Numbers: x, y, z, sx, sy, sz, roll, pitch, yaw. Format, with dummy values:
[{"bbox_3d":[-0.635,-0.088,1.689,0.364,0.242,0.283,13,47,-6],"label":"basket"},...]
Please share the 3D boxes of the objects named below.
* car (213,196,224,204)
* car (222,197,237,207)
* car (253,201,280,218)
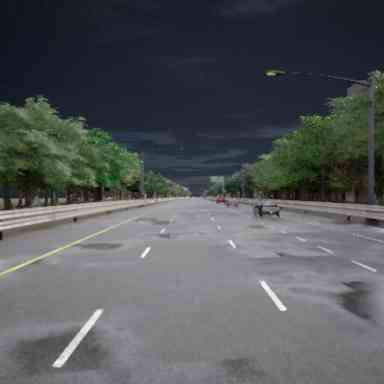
[{"bbox_3d":[7.432,2.036,86.555,2.150,2.045,5.566,0,-1,1],"label":"car"},{"bbox_3d":[7.223,2.025,61.518,2.033,1.411,5.357,0,-1,0],"label":"car"},{"bbox_3d":[7.065,1.626,31.956,2.128,1.511,4.902,0,-1,0],"label":"car"}]
